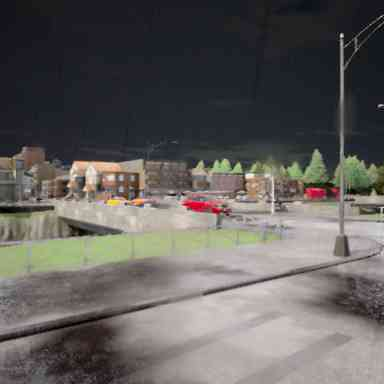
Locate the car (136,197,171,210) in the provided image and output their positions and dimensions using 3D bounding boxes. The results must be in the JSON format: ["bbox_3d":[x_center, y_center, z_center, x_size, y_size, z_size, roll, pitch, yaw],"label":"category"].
[{"bbox_3d":[-4.418,1.594,39.254,1.895,1.301,4.718,0,0,-35],"label":"car"}]

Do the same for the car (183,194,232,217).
[{"bbox_3d":[1.305,1.214,31.235,2.150,2.045,5.566,0,0,-36],"label":"car"}]

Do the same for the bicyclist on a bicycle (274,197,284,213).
[{"bbox_3d":[9.065,1.338,34.819,1.656,1.620,0.582,0,0,-36],"label":"bicyclist on a bicycle"}]

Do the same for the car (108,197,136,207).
[{"bbox_3d":[-10.362,1.471,47.634,1.882,1.535,5.008,0,0,-35],"label":"car"}]
